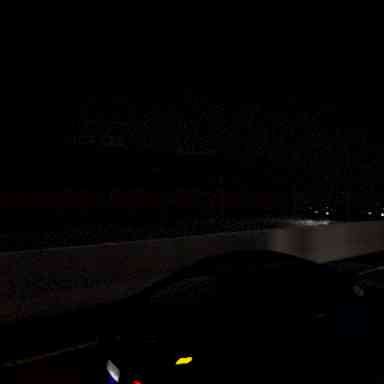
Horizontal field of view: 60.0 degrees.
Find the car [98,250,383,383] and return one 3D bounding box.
[{"bbox_3d":[1.116,1.548,4.543,4.674,1.442,1.812,0,0,-36],"label":"car"}]
